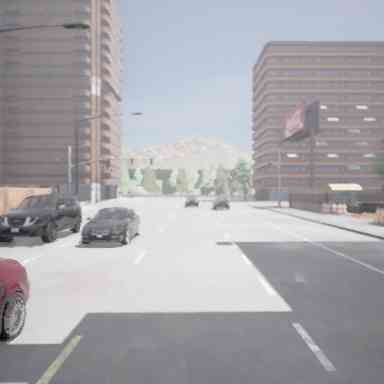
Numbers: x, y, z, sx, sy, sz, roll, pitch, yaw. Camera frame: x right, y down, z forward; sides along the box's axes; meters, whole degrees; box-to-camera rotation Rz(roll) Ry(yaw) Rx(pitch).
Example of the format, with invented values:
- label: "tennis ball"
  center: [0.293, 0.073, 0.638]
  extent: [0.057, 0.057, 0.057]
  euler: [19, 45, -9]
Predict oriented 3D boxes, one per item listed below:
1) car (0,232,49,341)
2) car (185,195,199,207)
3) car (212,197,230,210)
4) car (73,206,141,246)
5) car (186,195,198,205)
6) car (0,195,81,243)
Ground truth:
- label: "car"
  center: [-3.587, 1.511, 3.768]
  extent: [1.812, 1.442, 4.674]
  euler: [0, 0, 0]
- label: "car"
  center: [0.003, 1.426, 46.277]
  extent: [1.895, 1.301, 4.718]
  euler: [0, 0, 0]
- label: "car"
  center: [3.503, 1.374, 40.171]
  extent: [1.812, 1.442, 4.674]
  euler: [0, 0, 0]
- label: "car"
  center: [-3.512, 1.450, 15.144]
  extent: [1.837, 1.490, 4.892]
  euler: [0, 0, 0]
- label: "car"
  center: [0.004, 1.264, 56.417]
  extent: [1.882, 1.535, 5.008]
  euler: [0, 0, 0]
- label: "car"
  center: [-7.005, 1.164, 15.951]
  extent: [2.150, 2.045, 5.566]
  euler: [0, 0, 0]
